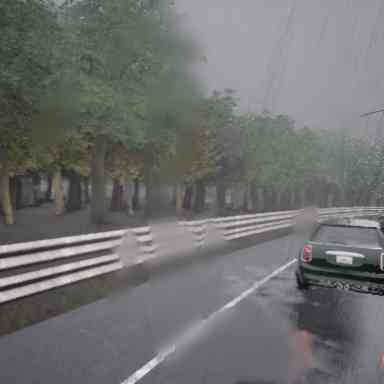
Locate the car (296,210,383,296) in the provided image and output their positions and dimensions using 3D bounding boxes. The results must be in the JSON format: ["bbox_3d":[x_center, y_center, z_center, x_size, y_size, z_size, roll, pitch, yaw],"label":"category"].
[{"bbox_3d":[4.293,1.487,8.865,2.097,1.767,4.553,1,0,30],"label":"car"}]
